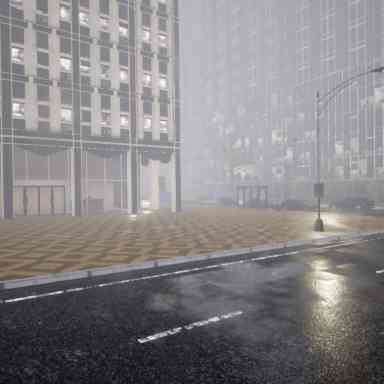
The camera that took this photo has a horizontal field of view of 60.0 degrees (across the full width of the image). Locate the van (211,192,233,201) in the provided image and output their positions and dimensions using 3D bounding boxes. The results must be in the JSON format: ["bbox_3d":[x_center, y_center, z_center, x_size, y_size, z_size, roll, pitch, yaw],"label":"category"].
[{"bbox_3d":[5.738,0.853,59.401,1.690,1.788,3.998,-1,1,-34],"label":"van"}]

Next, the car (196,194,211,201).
[{"bbox_3d":[2.520,1.041,64.089,1.802,1.307,4.206,-1,1,-34],"label":"car"}]

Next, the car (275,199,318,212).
[{"bbox_3d":[11.595,1.422,35.848,1.947,1.339,4.313,-1,1,-34],"label":"car"}]

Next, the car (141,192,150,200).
[{"bbox_3d":[-10.824,1.037,68.715,2.008,1.369,4.403,0,1,-34],"label":"car"}]

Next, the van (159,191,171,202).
[{"bbox_3d":[-4.387,0.935,59.343,1.690,1.788,3.998,0,1,-34],"label":"van"}]

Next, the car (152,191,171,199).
[{"bbox_3d":[-7.134,0.612,78.140,2.192,1.841,5.009,0,1,-34],"label":"car"}]

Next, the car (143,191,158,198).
[{"bbox_3d":[-10.352,0.683,82.826,1.967,1.590,4.097,0,1,-34],"label":"car"}]

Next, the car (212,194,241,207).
[{"bbox_3d":[5.221,1.318,45.262,1.947,1.339,4.313,-1,1,-34],"label":"car"}]

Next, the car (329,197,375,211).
[{"bbox_3d":[17.798,1.288,37.259,1.837,1.490,4.892,-1,1,-34],"label":"car"}]

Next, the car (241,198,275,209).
[{"bbox_3d":[8.391,1.386,40.545,1.802,1.307,4.206,-1,1,-34],"label":"car"}]
